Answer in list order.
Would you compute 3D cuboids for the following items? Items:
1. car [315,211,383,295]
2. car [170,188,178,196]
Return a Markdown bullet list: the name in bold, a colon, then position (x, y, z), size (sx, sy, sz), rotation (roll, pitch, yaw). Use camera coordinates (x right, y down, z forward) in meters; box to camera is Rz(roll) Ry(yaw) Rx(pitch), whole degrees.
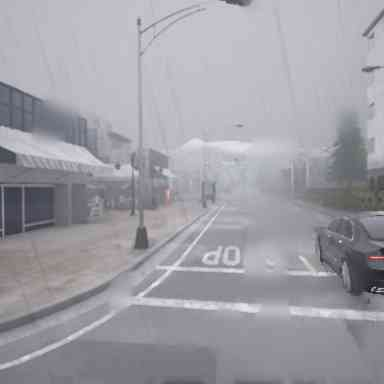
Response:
- **car**: position (4.117, 1.204, 7.631), size (1.837, 1.490, 4.892), rotation (-4, 0, 11)
- **car**: position (-4.267, 0.306, 79.235), size (2.007, 1.523, 4.514), rotation (0, 1, 8)
